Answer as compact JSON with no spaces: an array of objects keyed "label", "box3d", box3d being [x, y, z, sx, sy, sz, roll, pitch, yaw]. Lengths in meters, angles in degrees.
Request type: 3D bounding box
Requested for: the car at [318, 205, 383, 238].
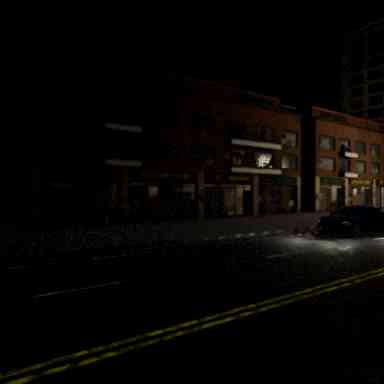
[{"label":"car","box3d":[8.817,1.477,17.955,5.008,1.535,1.882,0,0,-35]}]
